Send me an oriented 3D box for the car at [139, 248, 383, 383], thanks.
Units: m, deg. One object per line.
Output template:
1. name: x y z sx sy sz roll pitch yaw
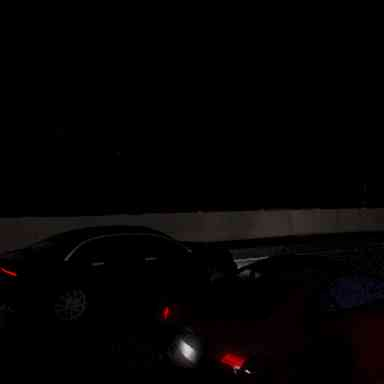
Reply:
1. car: 1.680 1.546 4.319 4.181 1.385 1.994 0 0 -30

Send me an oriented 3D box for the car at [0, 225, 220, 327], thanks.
1. car: -1.275 1.462 6.944 4.892 1.490 1.837 0 0 -32
